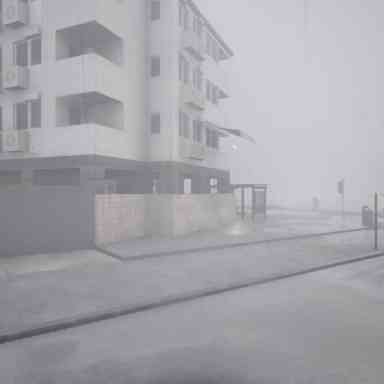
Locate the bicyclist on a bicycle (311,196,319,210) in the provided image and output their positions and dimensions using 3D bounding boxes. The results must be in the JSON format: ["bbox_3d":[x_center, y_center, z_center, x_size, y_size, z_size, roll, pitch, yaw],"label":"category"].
[{"bbox_3d":[14.628,1.349,39.528,1.656,1.620,0.582,0,0,-35],"label":"bicyclist on a bicycle"}]
